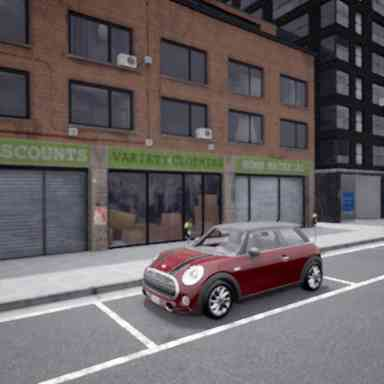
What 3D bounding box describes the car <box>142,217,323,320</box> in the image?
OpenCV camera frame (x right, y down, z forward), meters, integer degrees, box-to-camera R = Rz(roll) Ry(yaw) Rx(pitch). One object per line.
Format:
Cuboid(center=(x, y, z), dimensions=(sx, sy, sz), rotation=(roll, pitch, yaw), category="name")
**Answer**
Cuboid(center=(0.959, 1.416, 7.207), dimensions=(4.097, 1.590, 1.967), rotation=(0, 0, -35), category="car")
